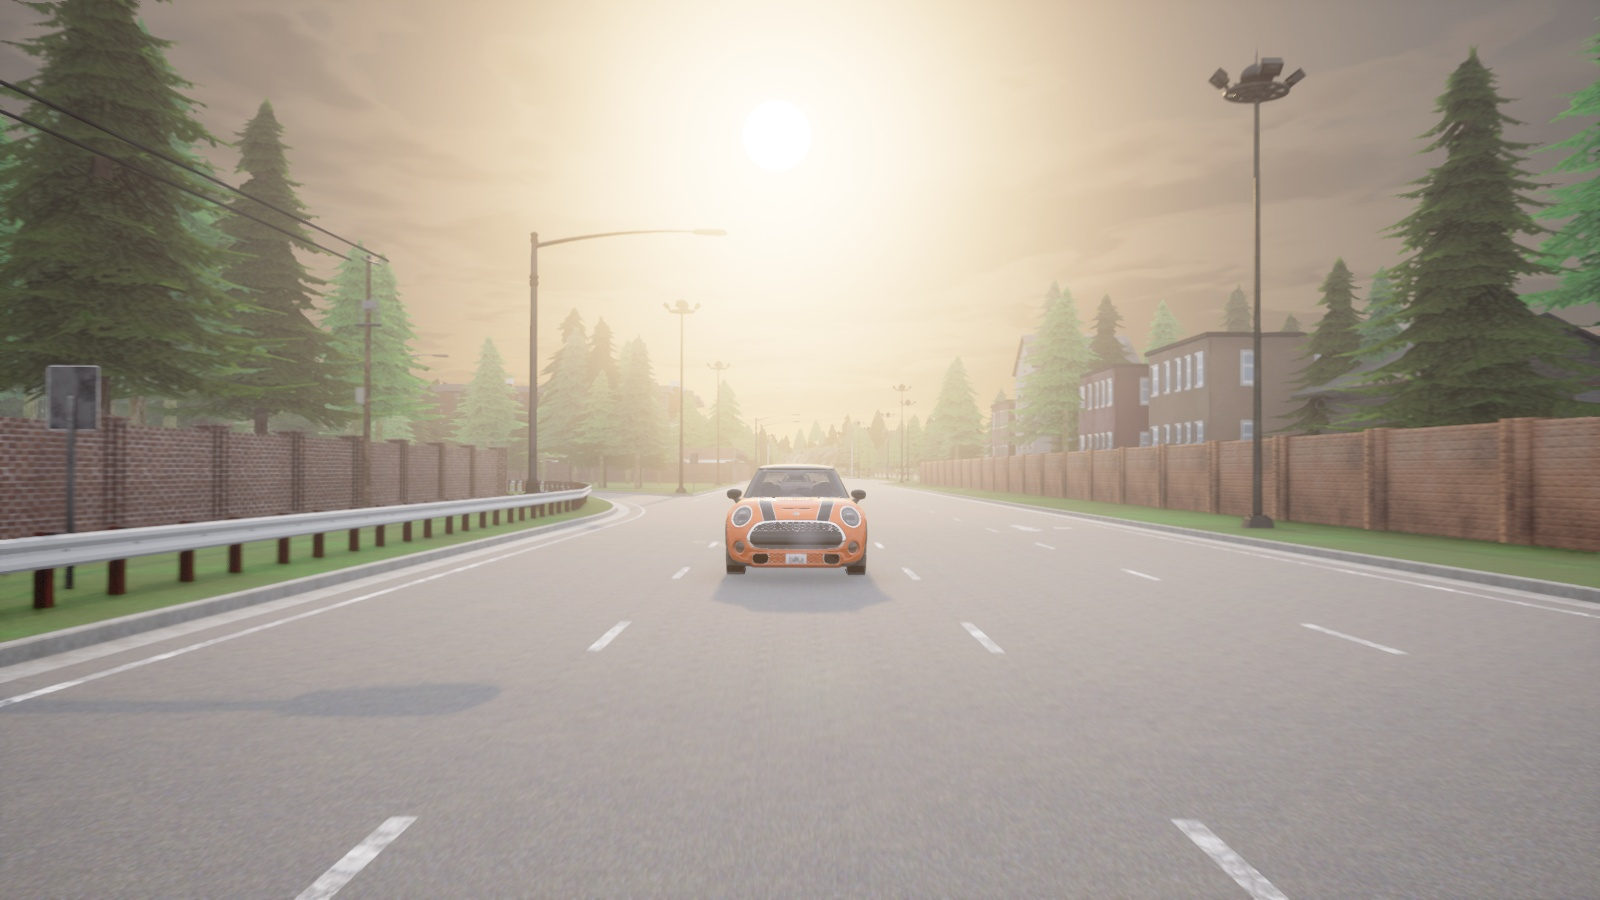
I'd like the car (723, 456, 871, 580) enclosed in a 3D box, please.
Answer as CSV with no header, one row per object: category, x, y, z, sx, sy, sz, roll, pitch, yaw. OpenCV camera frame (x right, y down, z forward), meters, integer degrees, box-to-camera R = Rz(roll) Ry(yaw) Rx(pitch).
car,-0.050,1.010,20.190,2.097,1.767,4.553,0,-1,0
